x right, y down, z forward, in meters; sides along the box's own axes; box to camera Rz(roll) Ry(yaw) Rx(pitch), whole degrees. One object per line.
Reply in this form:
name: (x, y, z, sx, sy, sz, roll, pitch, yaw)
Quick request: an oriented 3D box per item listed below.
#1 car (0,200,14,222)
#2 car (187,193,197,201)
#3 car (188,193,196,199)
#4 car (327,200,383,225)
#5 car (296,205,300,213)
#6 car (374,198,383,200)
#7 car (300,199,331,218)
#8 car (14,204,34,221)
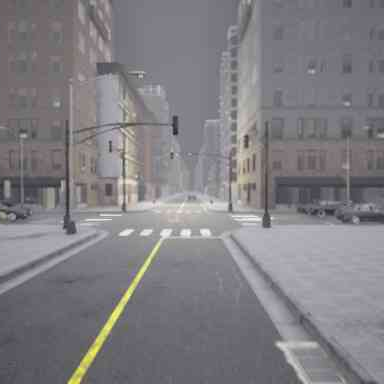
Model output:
car: (-14.914, 1.415, 22.169, 4.829, 1.417, 1.752, 0, 1, 0)
car: (-0.004, 1.122, 72.463, 1.812, 1.442, 4.674, 0, 0, 0)
car: (-0.004, 0.913, 82.466, 1.812, 1.442, 4.674, 0, 0, 0)
car: (11.762, 1.448, 22.148, 4.403, 1.369, 2.008, 0, 1, 0)
car: (11.768, 1.357, 30.173, 4.507, 1.381, 1.887, 0, 1, 0)
car: (17.177, 1.255, 30.167, 4.097, 1.590, 1.967, 0, 1, 0)
car: (11.886, 1.440, 27.635, 4.718, 1.301, 1.895, 0, 1, -3)
car: (-14.364, 1.368, 24.696, 4.892, 1.490, 1.837, 0, 1, -1)
